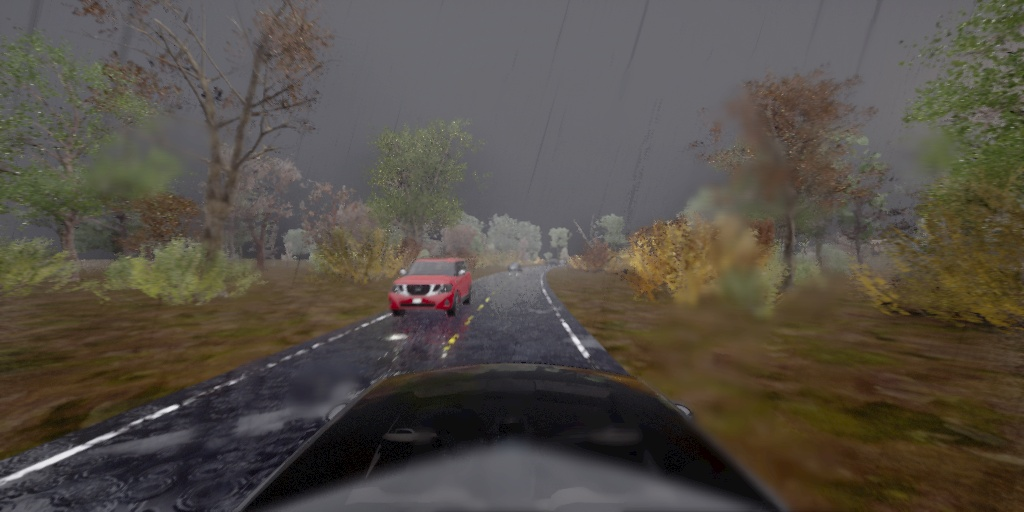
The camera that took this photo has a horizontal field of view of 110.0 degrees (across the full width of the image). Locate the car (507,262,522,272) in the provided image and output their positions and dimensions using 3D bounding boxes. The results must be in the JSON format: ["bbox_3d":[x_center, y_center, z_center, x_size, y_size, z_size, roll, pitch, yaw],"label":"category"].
[{"bbox_3d":[0.472,1.723,56.026,2.128,1.511,4.902,0,0,8],"label":"car"}]

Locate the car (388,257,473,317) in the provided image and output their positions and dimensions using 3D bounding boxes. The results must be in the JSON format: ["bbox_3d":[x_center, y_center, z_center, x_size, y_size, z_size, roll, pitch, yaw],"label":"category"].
[{"bbox_3d":[-2.889,1.072,14.005,2.150,2.045,5.566,0,-1,2],"label":"car"}]
